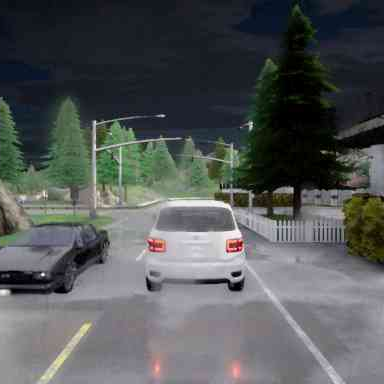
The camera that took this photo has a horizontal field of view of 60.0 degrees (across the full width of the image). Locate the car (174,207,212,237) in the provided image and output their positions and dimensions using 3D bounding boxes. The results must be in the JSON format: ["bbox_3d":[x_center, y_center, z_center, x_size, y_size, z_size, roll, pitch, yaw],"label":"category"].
[{"bbox_3d":[0.017,1.601,18.895,1.895,1.301,4.718,0,0,0],"label":"car"}]

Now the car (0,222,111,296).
[{"bbox_3d":[-3.630,1.547,9.054,2.033,1.411,5.357,0,0,0],"label":"car"}]

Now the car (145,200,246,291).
[{"bbox_3d":[0.064,1.221,9.132,2.150,2.045,5.566,0,0,0],"label":"car"}]
